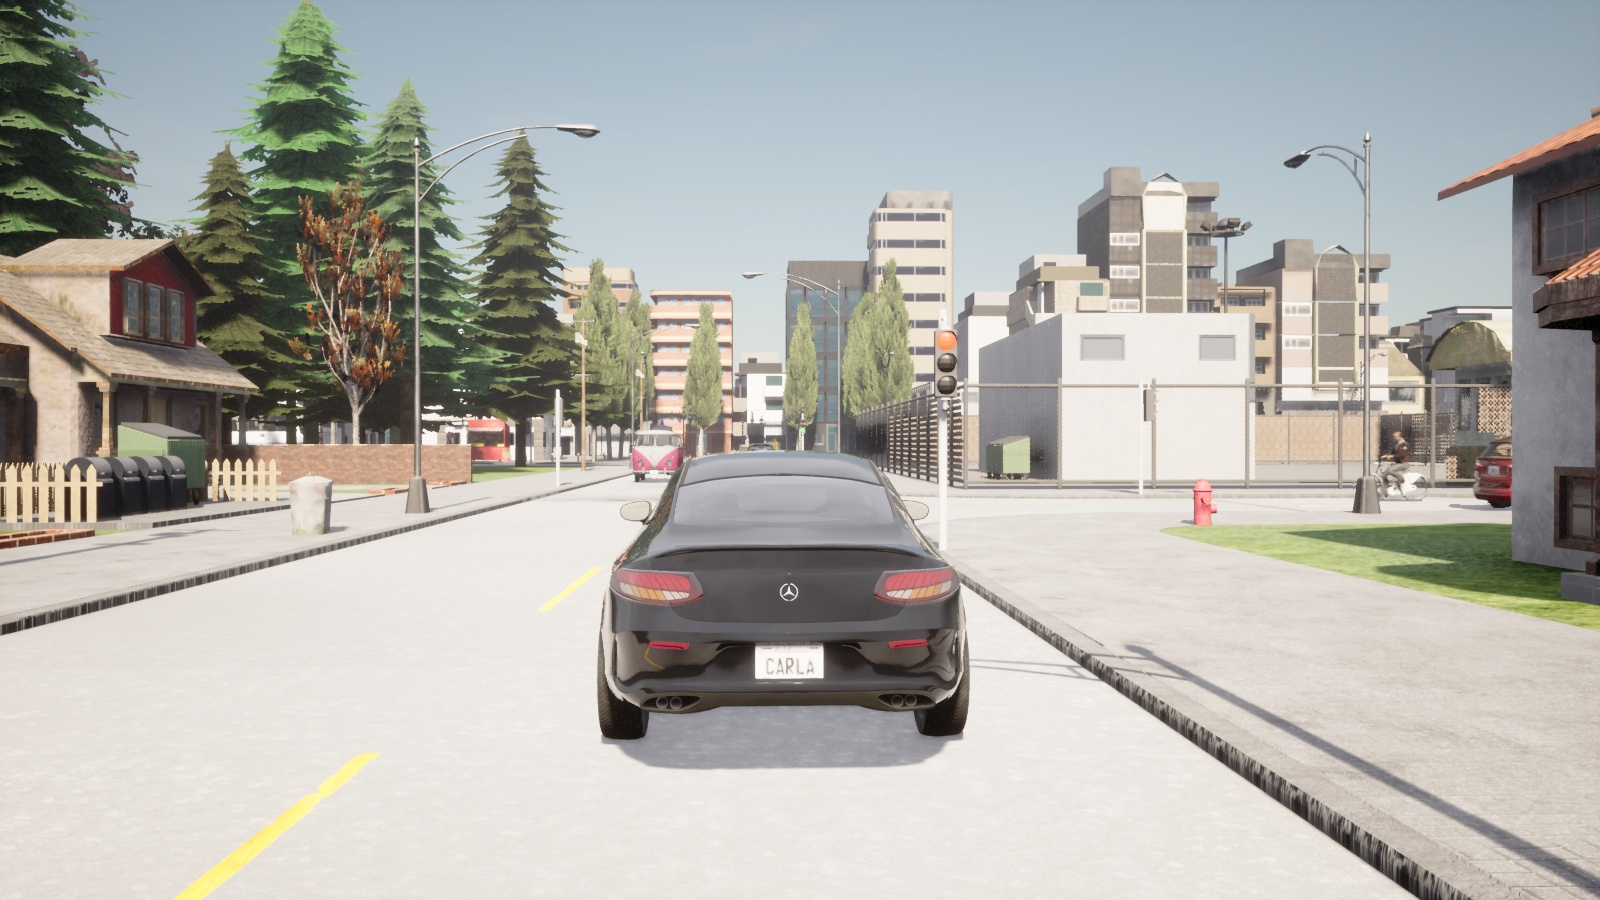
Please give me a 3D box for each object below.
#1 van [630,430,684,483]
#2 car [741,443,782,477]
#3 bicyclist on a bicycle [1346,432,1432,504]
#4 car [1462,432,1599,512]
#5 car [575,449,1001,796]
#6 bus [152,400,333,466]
[{"bbox_3d":[-5.522,0.218,49.039,1.775,1.987,4.442,0,0,-2],"label":"van"},{"bbox_3d":[-1.787,0.434,57.516,1.816,1.474,4.193,0,0,-2],"label":"car"},{"bbox_3d":[14.749,0.452,31.466,1.843,1.776,0.659,0,0,-1],"label":"bicyclist on a bicycle"},{"bbox_3d":[17.430,0.450,27.567,4.611,1.667,2.242,0,0,-2],"label":"car"},{"bbox_3d":[-0.142,0.729,7.674,1.812,1.442,4.674,0,0,-2],"label":"car"},{"bbox_3d":[-36.825,-1.130,83.327,10.273,4.253,3.944,0,0,-2],"label":"bus"}]
